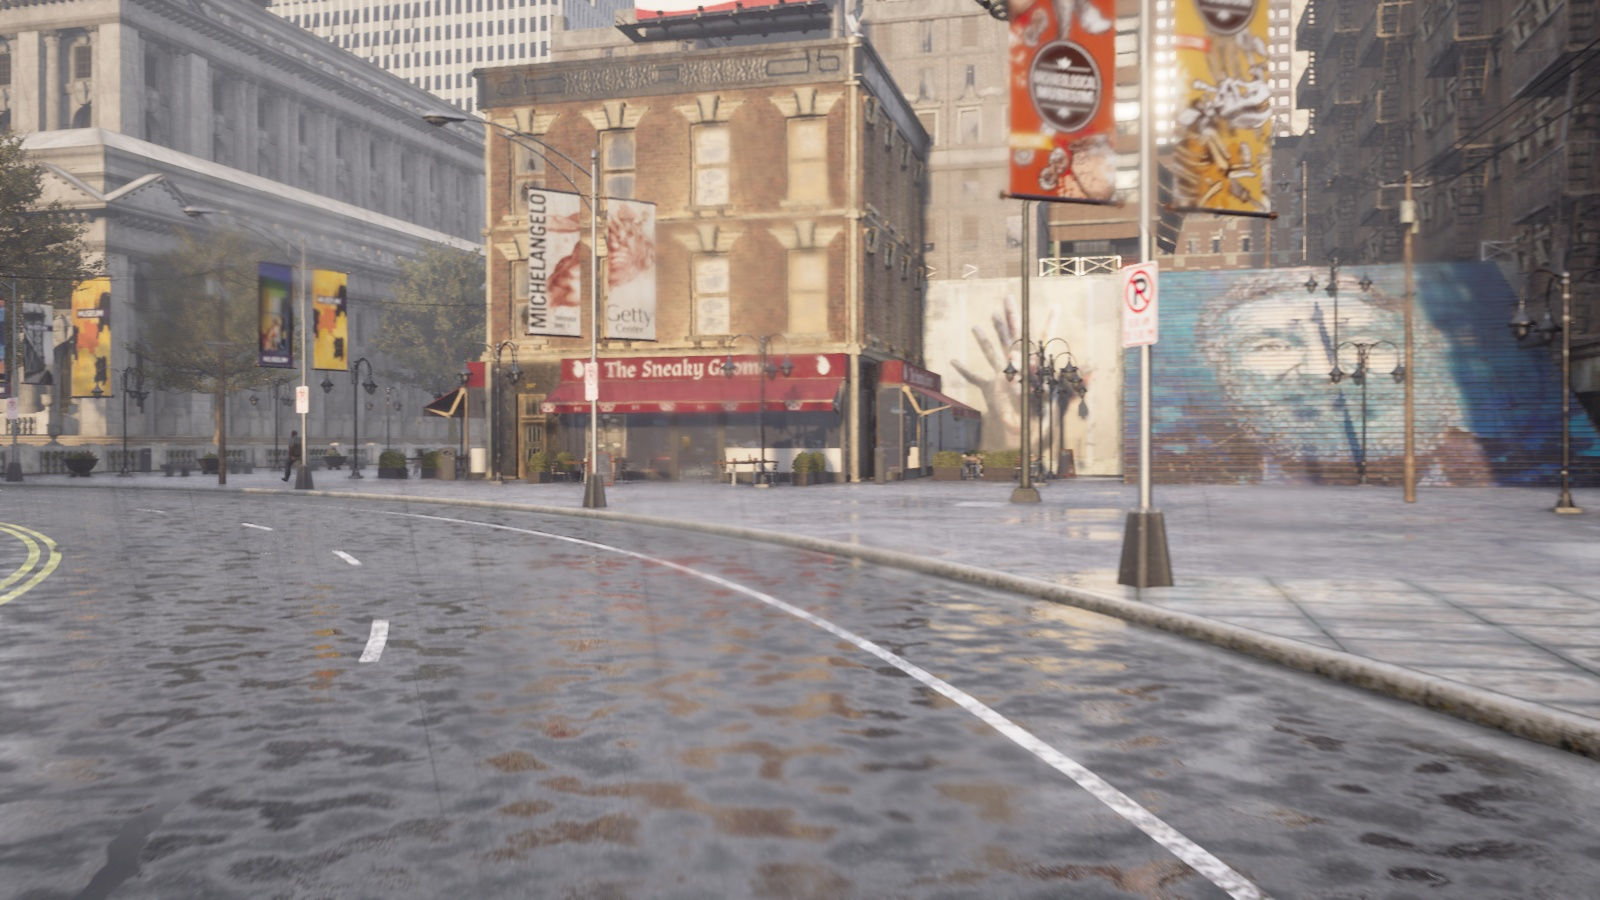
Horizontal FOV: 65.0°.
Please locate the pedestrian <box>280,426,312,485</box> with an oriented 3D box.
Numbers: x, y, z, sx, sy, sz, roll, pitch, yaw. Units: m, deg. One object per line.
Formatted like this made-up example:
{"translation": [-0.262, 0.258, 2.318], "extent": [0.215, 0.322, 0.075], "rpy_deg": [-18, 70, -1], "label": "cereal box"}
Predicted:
{"translation": [-16.433, 0.176, 40.911], "extent": [0.849, 1.883, 0.563], "rpy_deg": [0, 0, 31], "label": "pedestrian"}
